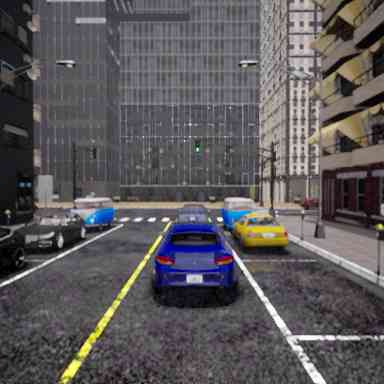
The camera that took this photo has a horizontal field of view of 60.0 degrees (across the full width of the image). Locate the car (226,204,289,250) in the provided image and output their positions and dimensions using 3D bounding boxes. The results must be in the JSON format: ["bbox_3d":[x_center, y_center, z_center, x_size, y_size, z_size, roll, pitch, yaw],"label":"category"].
[{"bbox_3d":[2.668,1.463,13.867,1.752,1.417,4.829,-1,0,0],"label":"car"}]

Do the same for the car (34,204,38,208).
[{"bbox_3d":[-17.611,1.360,33.013,4.181,1.385,1.994,0,1,0],"label":"car"}]

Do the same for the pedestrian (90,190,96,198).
[{"bbox_3d":[-12.429,0.707,41.713,0.375,1.860,0.375,0,1,0],"label":"pedestrian"}]

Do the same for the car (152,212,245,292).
[{"bbox_3d":[0.065,1.486,8.669,1.812,1.442,4.674,0,0,0],"label":"car"}]

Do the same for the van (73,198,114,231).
[{"bbox_3d":[-5.720,1.254,19.319,1.690,1.788,3.998,-1,0,0],"label":"van"}]

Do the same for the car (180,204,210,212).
[{"bbox_3d":[0.143,1.455,20.623,2.033,1.411,5.357,0,0,3],"label":"car"}]

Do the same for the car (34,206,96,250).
[{"bbox_3d":[-5.712,1.489,13.718,2.008,1.369,4.403,-1,0,0],"label":"car"}]

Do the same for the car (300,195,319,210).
[{"bbox_3d":[15.205,1.173,38.639,5.009,1.841,2.192,0,1,0],"label":"car"}]

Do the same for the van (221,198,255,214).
[{"bbox_3d":[2.660,1.254,19.298,1.690,1.788,3.998,-1,0,0],"label":"van"}]

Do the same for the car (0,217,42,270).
[{"bbox_3d":[-5.707,1.529,8.116,1.947,1.339,4.313,-1,0,0],"label":"car"}]
